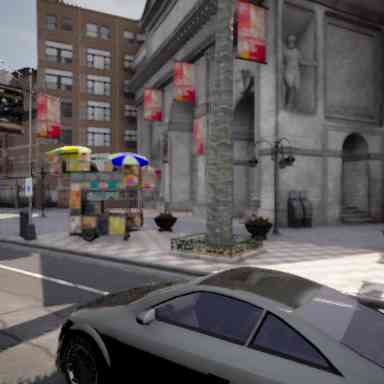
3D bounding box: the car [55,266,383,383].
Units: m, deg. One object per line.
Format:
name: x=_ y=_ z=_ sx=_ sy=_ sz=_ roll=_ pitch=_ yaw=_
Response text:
car: x=0.398 y=1.564 z=3.628 sx=4.181 sy=1.385 sz=1.994 roll=0 pitch=0 yaw=36
